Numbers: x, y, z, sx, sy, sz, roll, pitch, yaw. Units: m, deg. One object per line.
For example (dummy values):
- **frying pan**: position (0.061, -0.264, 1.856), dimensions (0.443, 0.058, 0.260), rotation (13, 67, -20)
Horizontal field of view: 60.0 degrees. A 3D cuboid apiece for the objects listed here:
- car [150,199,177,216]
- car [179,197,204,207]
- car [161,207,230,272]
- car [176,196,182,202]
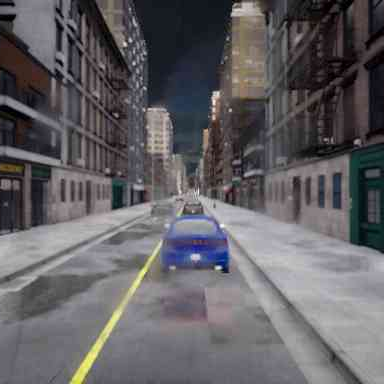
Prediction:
- **car**: position (-2.830, 1.596, 32.232), dimensions (1.994, 1.385, 4.181), rotation (0, 0, 0)
- **car**: position (0.113, 1.522, 31.684), dimensions (2.128, 1.511, 4.902), rotation (0, 0, 0)
- **car**: position (0.096, 1.486, 10.826), dimensions (1.882, 1.535, 5.008), rotation (0, 0, 0)
- **car**: position (-2.713, 1.638, 73.414), dimensions (1.895, 1.301, 4.718), rotation (0, 0, 0)
